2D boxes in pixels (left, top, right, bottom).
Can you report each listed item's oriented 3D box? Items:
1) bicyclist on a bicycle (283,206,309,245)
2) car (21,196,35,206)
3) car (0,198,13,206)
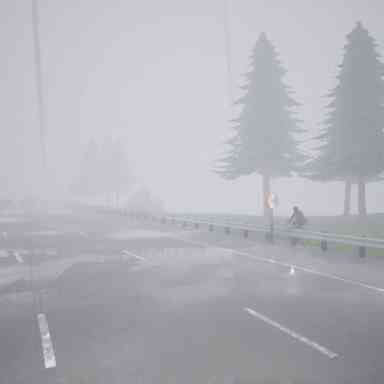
[{"bbox_3d":[4.417,1.433,13.957,1.656,1.620,0.582,6,-3,-31],"label":"bicyclist on a bicycle"},{"bbox_3d":[-28.081,1.505,56.867,1.837,1.490,4.892,0,0,-32],"label":"car"},{"bbox_3d":[-29.644,1.601,52.749,1.895,1.301,4.718,0,0,-32],"label":"car"}]
